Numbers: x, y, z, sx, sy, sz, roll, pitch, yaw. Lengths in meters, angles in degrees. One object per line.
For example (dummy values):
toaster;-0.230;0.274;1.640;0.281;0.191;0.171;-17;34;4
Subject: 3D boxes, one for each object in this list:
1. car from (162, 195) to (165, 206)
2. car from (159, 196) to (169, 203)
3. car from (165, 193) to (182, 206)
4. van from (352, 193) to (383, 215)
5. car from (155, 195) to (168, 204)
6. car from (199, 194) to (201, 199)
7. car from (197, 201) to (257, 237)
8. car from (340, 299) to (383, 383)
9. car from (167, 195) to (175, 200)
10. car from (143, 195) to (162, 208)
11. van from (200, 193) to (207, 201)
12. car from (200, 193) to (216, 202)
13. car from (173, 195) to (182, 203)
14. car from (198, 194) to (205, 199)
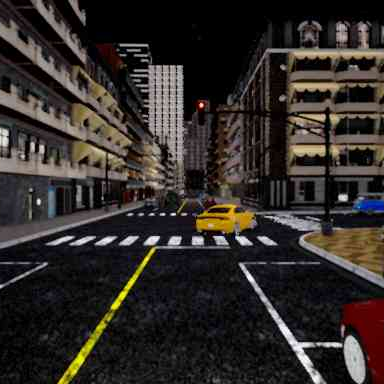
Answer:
car;-5.669;1.449;51.377;1.947;1.339;4.313;0;0;0
car;-5.660;1.437;67.961;1.802;1.307;4.206;-1;0;0
car;-3.060;1.104;51.765;2.150;2.045;5.566;0;0;0
van;15.656;0.965;27.931;3.998;1.788;1.690;-1;2;-1
car;-5.664;1.304;62.432;1.967;1.590;4.097;-1;0;0
car;2.721;1.406;67.951;2.008;1.369;4.403;-1;0;0
car;1.997;1.430;18.081;1.882;1.535;5.008;-1;0;26
car;2.684;1.538;2.368;1.887;1.381;4.507;0;0;0
car;-5.647;1.404;90.073;1.802;1.307;4.206;-1;0;0
car;-5.672;1.444;45.849;2.008;1.369;4.403;0;0;0
van;2.724;1.179;79.006;1.690;1.788;3.998;-1;0;0
car;2.710;1.324;51.367;1.967;1.590;4.097;-1;0;0
car;-2.965;1.375;68.439;1.812;1.442;4.674;0;0;0
car;2.735;1.361;95.591;1.887;1.381;4.507;-1;0;0
